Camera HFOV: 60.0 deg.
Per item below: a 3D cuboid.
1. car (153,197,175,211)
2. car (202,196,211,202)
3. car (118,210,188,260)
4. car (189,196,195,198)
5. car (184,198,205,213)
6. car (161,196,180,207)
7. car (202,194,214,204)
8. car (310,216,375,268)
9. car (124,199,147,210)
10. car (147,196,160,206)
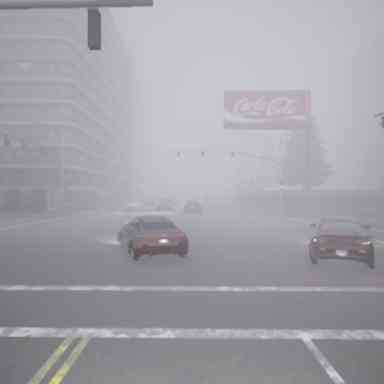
[{"bbox_3d":[-3.581,1.719,43.407,1.895,1.301,4.718,0,0,0],"label":"car"},{"bbox_3d":[3.503,1.692,81.231,1.812,1.442,4.674,0,0,0],"label":"car"},{"bbox_3d":[-1.616,1.599,12.868,1.994,1.385,4.181,0,0,-20],"label":"car"},{"bbox_3d":[0.003,1.721,73.030,2.128,1.511,4.902,0,0,0],"label":"car"},{"bbox_3d":[0.102,1.668,38.203,1.994,1.385,4.181,0,0,0],"label":"car"},{"bbox_3d":[-3.558,1.503,55.387,2.097,1.767,4.553,0,0,0],"label":"car"},{"bbox_3d":[3.503,1.416,71.599,2.150,2.045,5.566,0,0,0],"label":"car"},{"bbox_3d":[5.163,1.557,11.544,1.812,1.442,4.674,-1,0,24],"label":"car"},{"bbox_3d":[-7.089,1.638,40.858,1.812,1.442,4.674,0,0,0],"label":"car"},{"bbox_3d":[-7.047,1.662,57.098,1.837,1.490,4.892,0,-1,1],"label":"car"}]
